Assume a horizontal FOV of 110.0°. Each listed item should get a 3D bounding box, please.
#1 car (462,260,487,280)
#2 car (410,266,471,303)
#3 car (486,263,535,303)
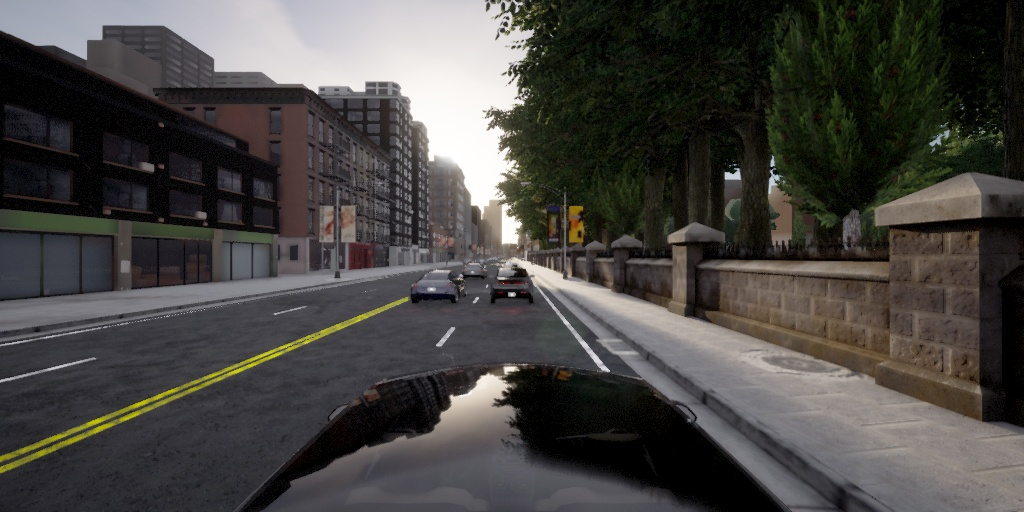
[{"bbox_3d":[-3.250,1.321,31.500,1.994,1.385,4.181,0,0,0],"label":"car"},{"bbox_3d":[-3.250,1.321,16.500,1.994,1.385,4.181,0,0,0],"label":"car"},{"bbox_3d":[0.000,1.265,16.500,1.837,1.490,4.892,0,0,0],"label":"car"}]
